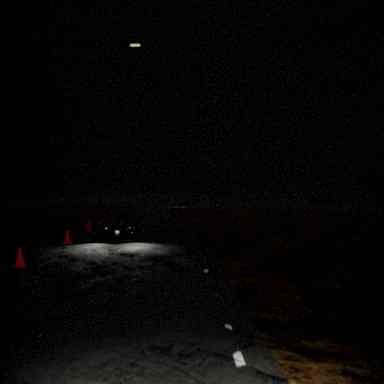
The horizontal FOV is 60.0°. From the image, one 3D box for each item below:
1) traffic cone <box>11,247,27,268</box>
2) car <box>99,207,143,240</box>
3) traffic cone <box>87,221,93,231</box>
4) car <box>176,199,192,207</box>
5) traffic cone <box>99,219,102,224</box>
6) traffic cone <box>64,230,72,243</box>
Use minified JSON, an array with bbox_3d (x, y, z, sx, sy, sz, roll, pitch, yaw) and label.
[{"bbox_3d":[-5.325,2.005,10.268,0.340,0.580,0.340,0,0,-4],"label":"traffic cone"},{"bbox_3d":[-3.683,1.602,17.685,1.837,1.490,4.892,0,0,-6],"label":"car"},{"bbox_3d":[-6.203,2.062,20.080,0.340,0.580,0.340,0,0,-7],"label":"traffic cone"},{"bbox_3d":[-1.610,2.233,69.400,1.882,1.535,5.008,0,-1,23],"label":"car"},{"bbox_3d":[-6.843,2.090,24.964,0.340,0.580,0.340,0,0,-8],"label":"traffic cone"},{"bbox_3d":[-5.697,2.034,15.180,0.340,0.580,0.340,0,0,-5],"label":"traffic cone"}]
